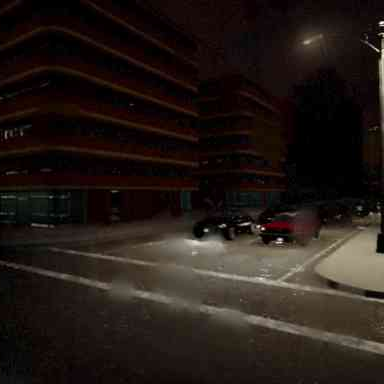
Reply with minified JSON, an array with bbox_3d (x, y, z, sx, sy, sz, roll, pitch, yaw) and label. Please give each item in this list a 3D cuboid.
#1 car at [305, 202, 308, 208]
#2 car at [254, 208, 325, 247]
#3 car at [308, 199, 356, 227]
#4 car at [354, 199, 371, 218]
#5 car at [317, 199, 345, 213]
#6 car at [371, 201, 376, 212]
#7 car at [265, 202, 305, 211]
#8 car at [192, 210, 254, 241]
[{"bbox_3d":[11.080,1.653,31.422,1.994,1.385,4.181,-1,0,34],"label":"car"},{"bbox_3d":[4.727,1.650,15.637,1.895,1.301,4.718,-1,0,30],"label":"car"},{"bbox_3d":[9.956,1.531,23.450,1.882,1.535,5.008,-1,0,34],"label":"car"},{"bbox_3d":[14.986,1.413,30.982,2.097,1.767,4.553,-1,0,34],"label":"car"},{"bbox_3d":[16.653,1.587,39.754,2.128,1.511,4.902,-1,0,34],"label":"car"},{"bbox_3d":[20.369,1.631,39.010,1.994,1.385,4.181,-1,0,34],"label":"car"},{"bbox_3d":[6.446,1.646,24.463,1.994,1.385,4.181,-1,0,35],"label":"car"},{"bbox_3d":[1.768,1.642,17.476,1.994,1.385,4.181,-1,0,34],"label":"car"}]
